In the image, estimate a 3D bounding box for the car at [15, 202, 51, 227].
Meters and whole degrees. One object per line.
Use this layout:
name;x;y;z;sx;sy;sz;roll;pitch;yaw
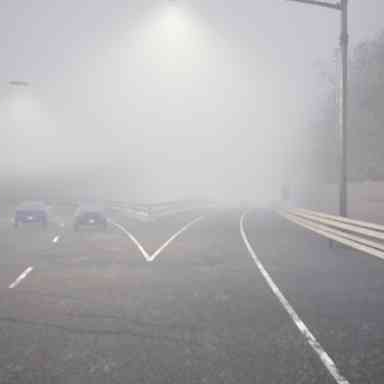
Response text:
car;-10.773;1.435;22.687;1.882;1.535;5.008;0;0;-21

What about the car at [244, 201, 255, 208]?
car;12.899;2.821;74.758;1.994;1.385;4.181;0;-4;15

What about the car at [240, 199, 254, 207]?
car;10.408;2.218;64.646;1.837;1.490;4.892;0;-3;14

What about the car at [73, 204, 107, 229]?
car;-6.517;1.500;21.224;1.812;1.442;4.674;0;0;-20
